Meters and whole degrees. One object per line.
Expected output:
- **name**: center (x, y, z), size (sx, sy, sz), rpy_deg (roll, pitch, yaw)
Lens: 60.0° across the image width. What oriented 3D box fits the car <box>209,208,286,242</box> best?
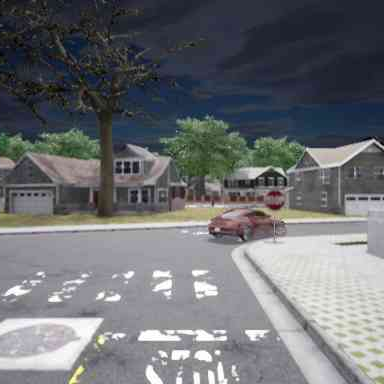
- **car**: center (2.797, 1.526, 16.453), size (4.674, 1.442, 1.812), rpy_deg (0, -2, -44)
